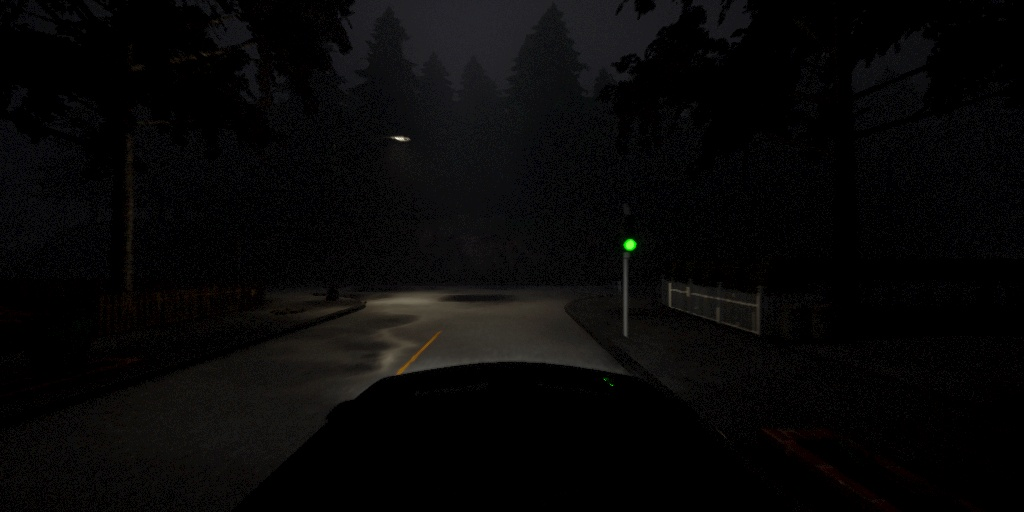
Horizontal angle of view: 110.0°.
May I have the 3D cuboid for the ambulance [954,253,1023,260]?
[{"bbox_3d":[34.236,1.010,25.809,6.366,2.431,2.351,0,-1,0],"label":"ambulance"}]
